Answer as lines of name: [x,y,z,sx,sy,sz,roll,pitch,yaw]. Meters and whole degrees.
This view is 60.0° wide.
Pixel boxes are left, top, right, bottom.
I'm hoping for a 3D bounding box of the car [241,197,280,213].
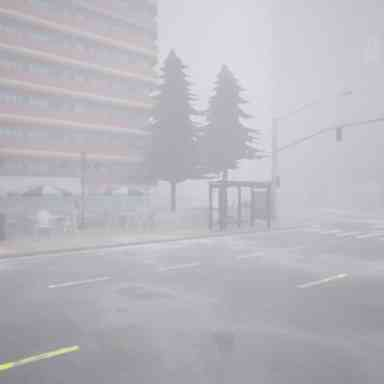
car: [7.419,1.594,36.352,2.128,1.511,4.902,0,0,-36]
